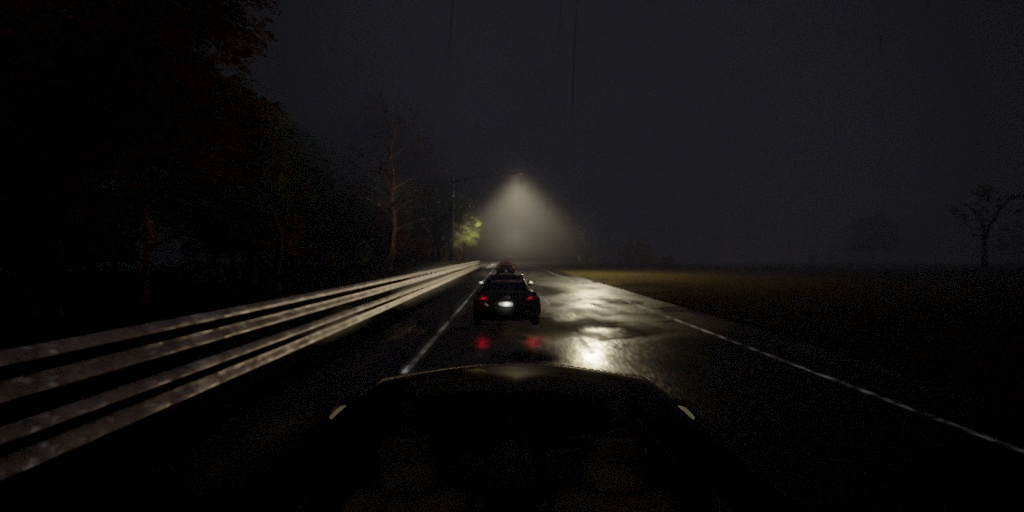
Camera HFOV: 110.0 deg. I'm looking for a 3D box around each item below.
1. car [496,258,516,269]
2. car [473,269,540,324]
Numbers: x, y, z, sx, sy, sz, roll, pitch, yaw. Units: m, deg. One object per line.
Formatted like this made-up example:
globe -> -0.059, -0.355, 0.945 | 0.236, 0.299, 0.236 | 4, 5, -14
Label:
car -> -0.604, 1.219, 36.705 | 1.812, 1.442, 4.674 | 0, 0, -1
car -> -0.177, 1.299, 11.883 | 1.994, 1.385, 4.181 | 0, 0, -1
